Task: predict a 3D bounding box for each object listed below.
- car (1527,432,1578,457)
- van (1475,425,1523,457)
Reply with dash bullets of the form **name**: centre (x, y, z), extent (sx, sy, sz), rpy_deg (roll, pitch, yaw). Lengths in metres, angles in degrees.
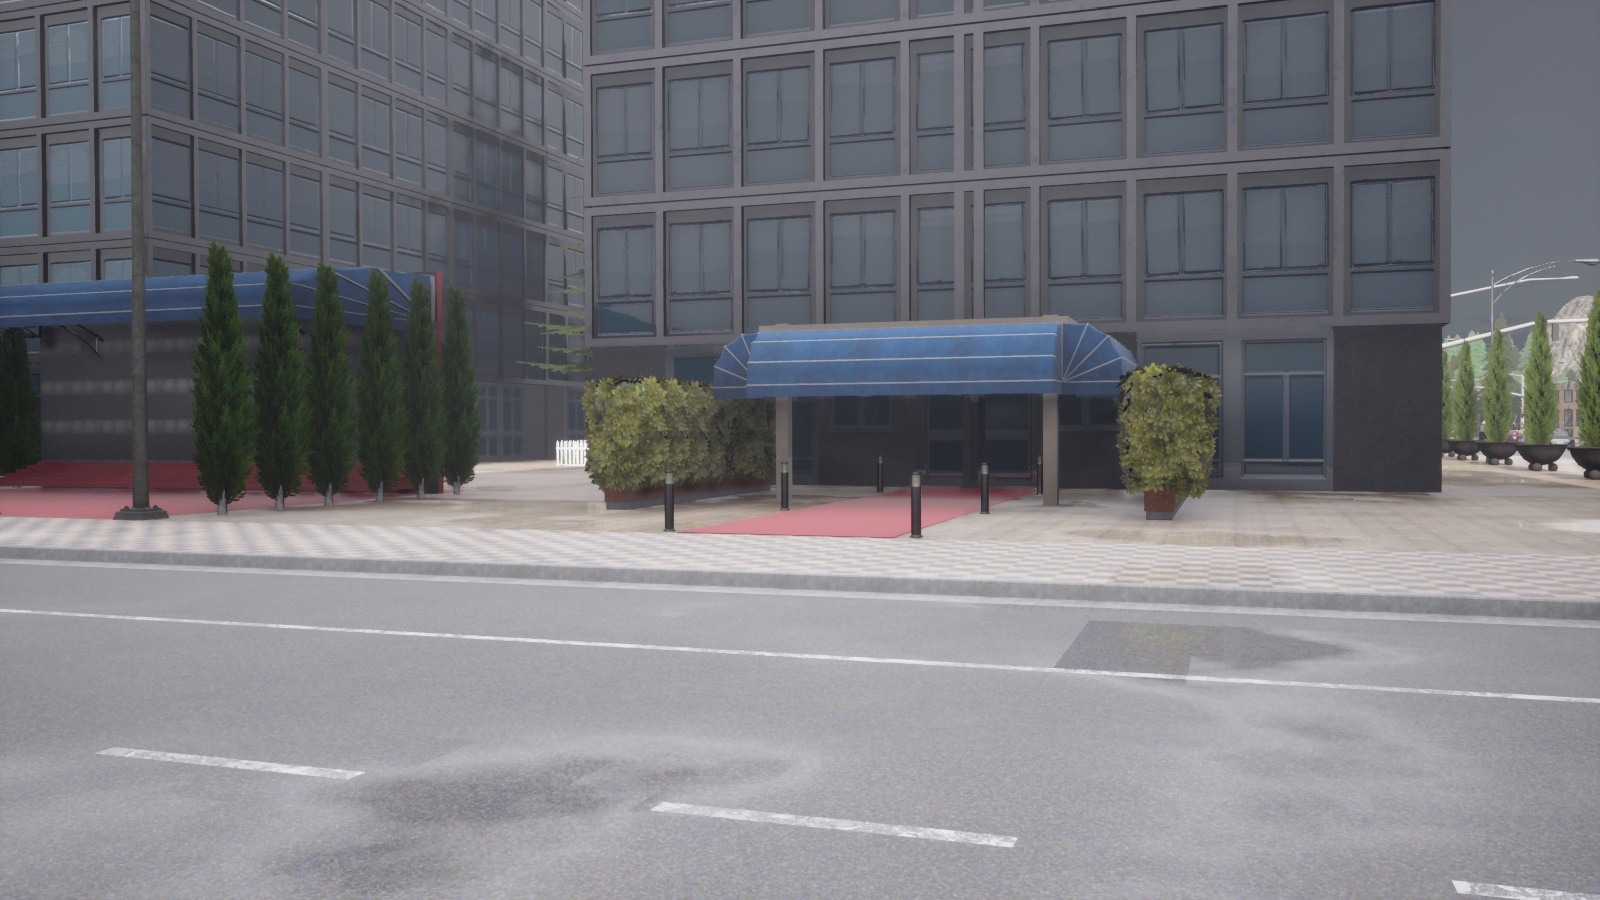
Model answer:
- **car**: centre (50.862, -0.413, 84.987), extent (2.033, 1.649, 4.856), rpy_deg (1, 1, 19)
- **van**: centre (47.010, -0.628, 84.558), extent (2.069, 2.038, 4.480), rpy_deg (1, 1, 19)
